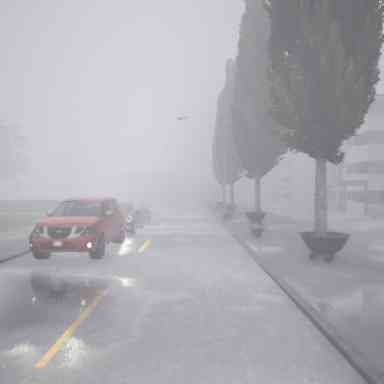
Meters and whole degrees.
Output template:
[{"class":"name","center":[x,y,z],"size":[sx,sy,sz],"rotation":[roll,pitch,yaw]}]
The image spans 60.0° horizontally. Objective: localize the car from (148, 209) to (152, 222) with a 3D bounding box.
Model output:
[{"class":"car","center":[-4.050,1.610,23.626],"size":[1.895,1.301,4.718],"rotation":[0,0,1]}]

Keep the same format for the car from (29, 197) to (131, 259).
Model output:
[{"class":"car","center":[-4.095,1.229,12.919],"size":[2.150,2.045,5.566],"rotation":[0,0,0]}]

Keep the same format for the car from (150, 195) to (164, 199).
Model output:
[{"class":"car","center":[-9.040,1.442,85.413],"size":[3.633,1.501,1.845],"rotation":[0,0,0]}]

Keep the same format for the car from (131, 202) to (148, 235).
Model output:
[{"class":"car","center":[-3.998,1.359,18.887],"size":[2.097,1.767,4.553],"rotation":[0,0,0]}]
